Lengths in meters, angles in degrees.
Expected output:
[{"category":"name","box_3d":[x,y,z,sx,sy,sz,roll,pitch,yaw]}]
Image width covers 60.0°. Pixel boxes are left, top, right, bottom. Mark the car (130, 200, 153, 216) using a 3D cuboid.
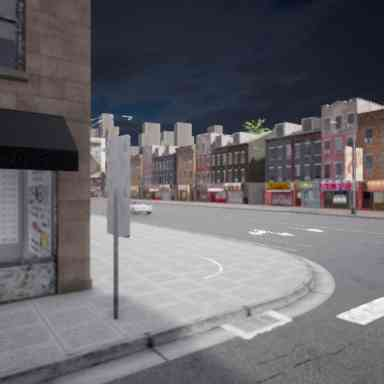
[{"category":"car","box_3d":[-5.349,1.376,30.016,1.895,1.301,4.718,0,0,-36]}]
